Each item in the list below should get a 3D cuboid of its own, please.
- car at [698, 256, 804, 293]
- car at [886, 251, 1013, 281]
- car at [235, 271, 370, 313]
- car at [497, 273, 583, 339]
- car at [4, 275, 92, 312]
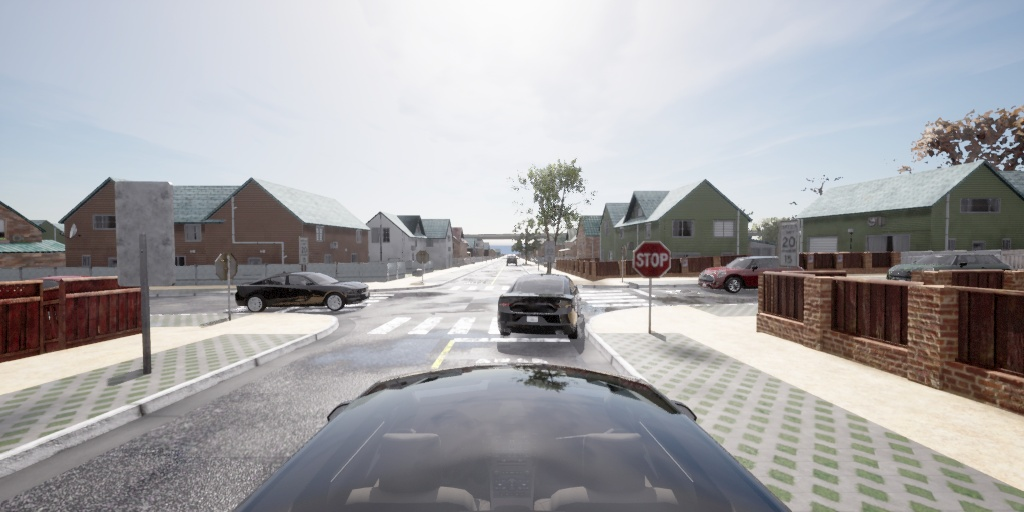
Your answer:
[{"bbox_3d":[11.801,0.820,17.820,4.553,1.767,2.097,-1,2,0],"label":"car"},{"bbox_3d":[21.696,0.646,17.895,4.553,1.767,2.097,-1,2,0],"label":"car"},{"bbox_3d":[-8.473,1.376,14.730,5.008,1.535,1.882,-1,2,0],"label":"car"},{"bbox_3d":[0.955,1.224,10.207,1.882,1.535,5.008,0,0,12],"label":"car"},{"bbox_3d":[-18.026,1.546,14.664,5.008,1.535,1.882,-1,2,0],"label":"car"}]
